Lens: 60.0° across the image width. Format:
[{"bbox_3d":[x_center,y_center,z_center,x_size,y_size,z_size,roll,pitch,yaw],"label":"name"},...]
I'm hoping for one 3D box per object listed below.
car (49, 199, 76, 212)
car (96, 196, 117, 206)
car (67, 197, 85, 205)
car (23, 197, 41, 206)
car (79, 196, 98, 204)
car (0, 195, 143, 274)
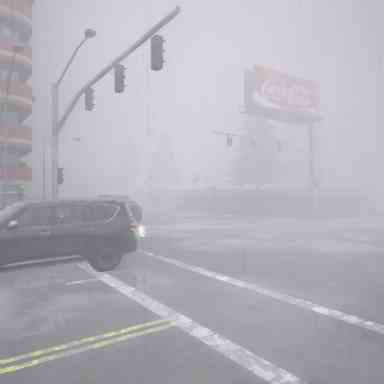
[{"bbox_3d":[-15.318,1.563,39.247,1.994,1.385,4.181,0,0,-36],"label":"car"},{"bbox_3d":[-14.487,1.505,56.410,1.837,1.490,4.892,0,0,-36],"label":"car"},{"bbox_3d":[-20.557,1.564,58.857,1.994,1.385,4.181,0,0,-36],"label":"car"},{"bbox_3d":[-26.371,1.568,54.778,1.994,1.385,4.181,0,0,-36],"label":"car"},{"bbox_3d":[-19.974,1.478,64.040,1.882,1.535,5.008,0,0,-36],"label":"car"},{"bbox_3d":[-4.213,1.221,9.184,5.566,2.045,2.150,0,1,-38],"label":"car"}]
